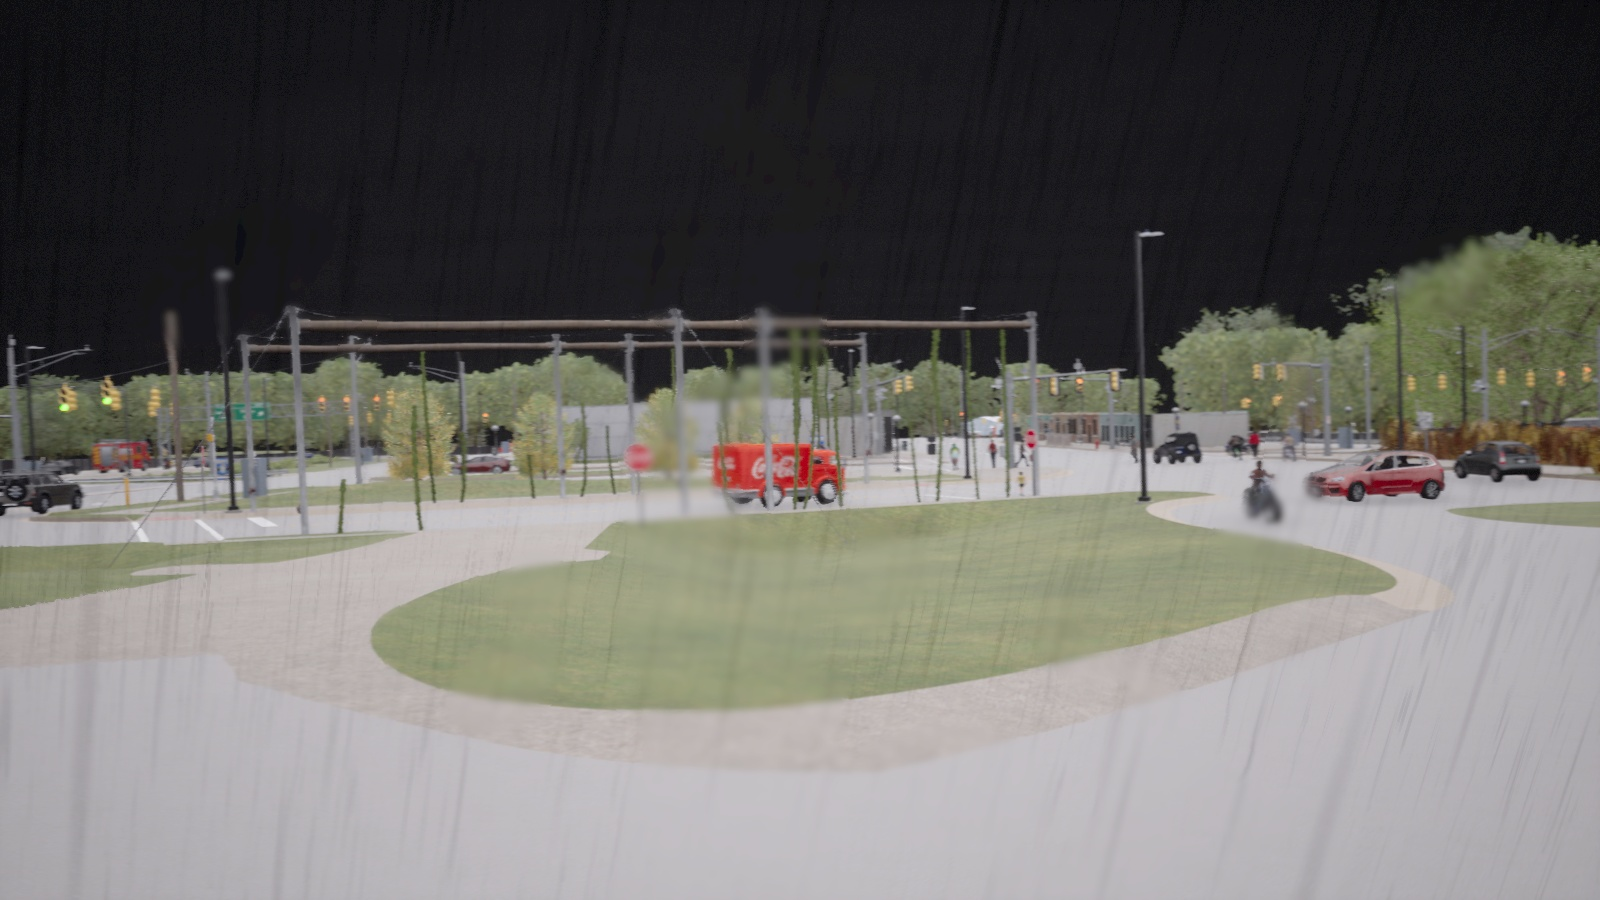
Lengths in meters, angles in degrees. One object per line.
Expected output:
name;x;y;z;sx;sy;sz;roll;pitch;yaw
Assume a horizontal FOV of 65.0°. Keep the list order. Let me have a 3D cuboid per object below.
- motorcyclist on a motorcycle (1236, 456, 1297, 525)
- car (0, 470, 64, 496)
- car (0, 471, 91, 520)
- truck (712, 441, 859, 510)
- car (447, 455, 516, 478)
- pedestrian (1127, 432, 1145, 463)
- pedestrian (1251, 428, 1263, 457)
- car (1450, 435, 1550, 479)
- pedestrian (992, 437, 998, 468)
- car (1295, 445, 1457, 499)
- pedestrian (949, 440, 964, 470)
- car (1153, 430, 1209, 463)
motorcyclist on a motorcycle;12.068;1.019;32.594;0.766;1.649;2.350;-1;1;2
car;-51.876;2.229;84.408;3.705;1.549;1.789;-2;2;-7
car;-32.056;1.886;53.007;1.932;1.855;4.605;-3;0;-5
truck;-0.576;0.964;50.016;5.204;2.467;2.627;-2;2;-32
car;-24.035;1.258;94.840;4.792;1.488;2.163;-2;1;-8
pedestrian;21.763;-0.192;81.252;0.873;1.952;0.659;-3;2;-7
pedestrian;29.840;-0.521;81.935;0.634;1.844;0.899;-1;2;25
car;28.742;0.249;51.699;1.851;1.617;3.988;-2;2;0
pedestrian;11.891;0.148;76.573;0.331;1.846;0.636;-2;2;8
car;19.674;0.713;42.971;4.611;1.667;2.242;-1;1;-14
pedestrian;10.329;0.327;82.928;0.659;1.952;0.873;-3;2;-9
car;23.156;-0.228;76.481;1.905;1.878;3.866;-3;0;-5
